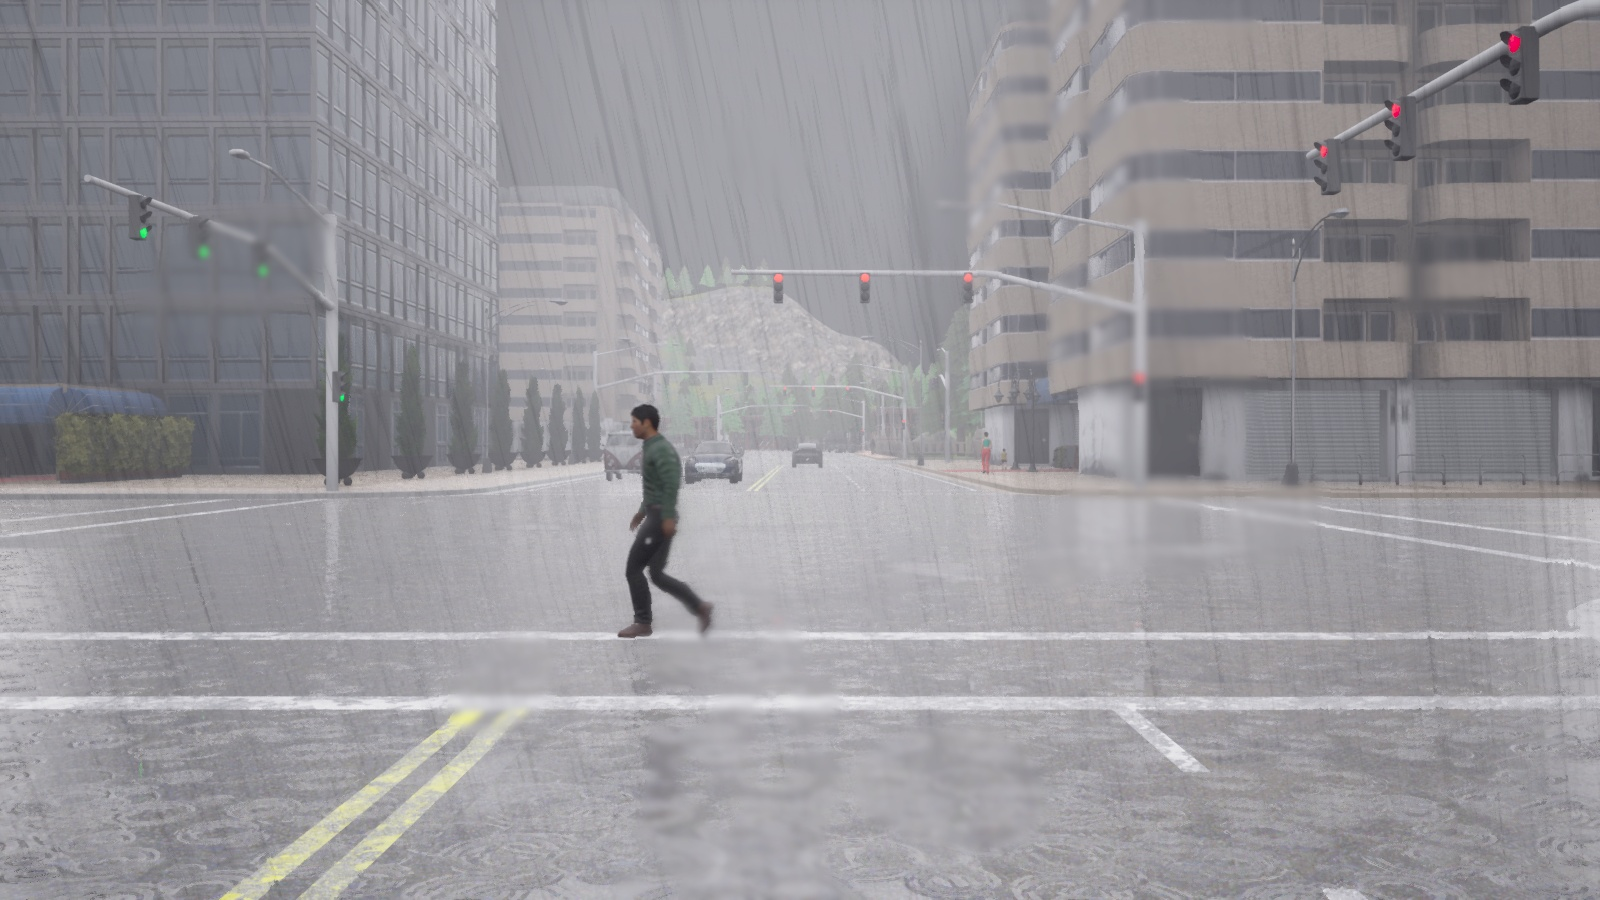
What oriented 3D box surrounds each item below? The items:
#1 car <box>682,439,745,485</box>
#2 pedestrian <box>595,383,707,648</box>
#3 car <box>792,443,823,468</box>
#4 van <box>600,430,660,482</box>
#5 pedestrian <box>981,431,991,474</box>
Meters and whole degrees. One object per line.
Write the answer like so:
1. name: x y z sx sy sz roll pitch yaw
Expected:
1. car: -3.212 0.405 47.640 2.033 1.649 4.856 0 0 0
2. pedestrian: -1.108 0.479 9.434 0.788 1.949 0.423 0 0 1
3. car: 0.453 0.318 76.673 1.837 1.490 4.892 0 0 0
4. van: -6.699 0.212 49.982 1.775 1.987 4.442 0 0 0
5. pedestrian: 8.075 0.104 54.541 0.345 1.836 0.594 0 0 -3
